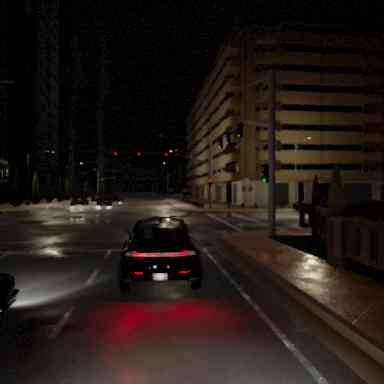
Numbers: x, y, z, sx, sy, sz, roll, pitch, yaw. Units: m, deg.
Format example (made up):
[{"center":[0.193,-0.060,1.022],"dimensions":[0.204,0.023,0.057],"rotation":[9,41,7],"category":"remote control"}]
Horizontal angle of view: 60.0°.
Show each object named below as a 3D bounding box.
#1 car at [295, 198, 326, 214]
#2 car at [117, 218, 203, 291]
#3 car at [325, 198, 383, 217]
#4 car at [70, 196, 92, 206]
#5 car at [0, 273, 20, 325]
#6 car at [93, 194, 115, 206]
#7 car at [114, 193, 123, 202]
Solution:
[{"center":[12.545,1.345,32.419],"dimensions":[5.008,1.535,1.882],"rotation":[0,0,-7],"category":"car"},{"center":[-0.838,1.447,8.966],"dimensions":[2.128,1.511,4.902],"rotation":[0,0,-5],"category":"car"},{"center":[14.768,1.372,29.174],"dimensions":[4.902,1.511,2.128],"rotation":[0,0,-7],"category":"car"},{"center":[-16.310,1.308,48.422],"dimensions":[1.812,1.442,4.674],"rotation":[0,0,-7],"category":"car"},{"center":[-3.833,1.536,3.485],"dimensions":[2.033,1.411,5.357],"rotation":[0,0,-5],"category":"car"},{"center":[-12.836,1.300,48.857],"dimensions":[1.812,1.442,4.674],"rotation":[0,0,-7],"category":"car"},{"center":[-14.715,1.050,64.797],"dimensions":[2.097,1.767,4.553],"rotation":[0,0,-7],"category":"car"}]
